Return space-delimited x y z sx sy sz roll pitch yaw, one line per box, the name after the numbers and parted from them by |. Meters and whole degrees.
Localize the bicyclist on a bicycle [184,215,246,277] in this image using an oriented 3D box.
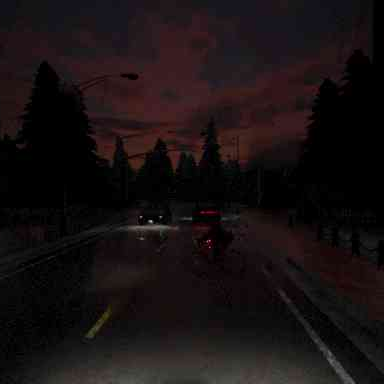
0.604 1.443 8.789 1.656 1.620 0.582 -1 0 2 | bicyclist on a bicycle

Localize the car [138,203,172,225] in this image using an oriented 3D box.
-2.582 1.544 24.424 2.033 1.411 5.357 0 0 3 | car

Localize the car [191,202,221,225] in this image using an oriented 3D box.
1.016 1.502 23.992 1.837 1.490 4.892 0 0 2 | car
